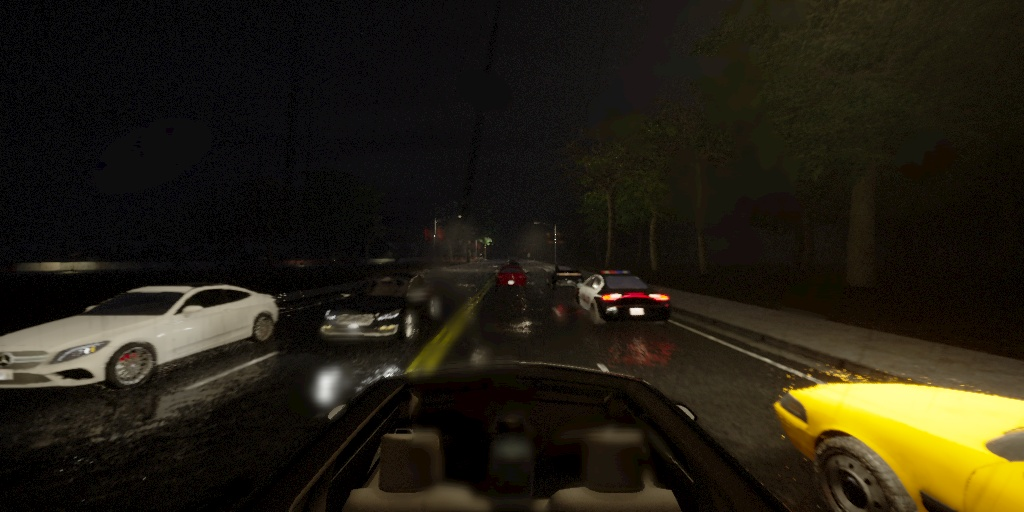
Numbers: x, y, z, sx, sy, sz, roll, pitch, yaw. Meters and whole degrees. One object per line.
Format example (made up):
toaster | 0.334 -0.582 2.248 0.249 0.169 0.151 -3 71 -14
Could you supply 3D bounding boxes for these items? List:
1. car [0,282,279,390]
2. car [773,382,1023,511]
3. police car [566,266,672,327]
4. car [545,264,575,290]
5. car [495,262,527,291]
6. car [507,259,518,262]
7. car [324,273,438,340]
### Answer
car | -6.602 1.278 6.969 1.812 1.442 4.674 0 0 0
car | 3.249 1.206 0.921 1.801 1.575 5.366 0 0 0
police car | 3.249 1.260 11.734 2.038 1.542 4.974 0 0 0
car | 3.247 1.252 22.734 2.128 1.511 4.902 0 0 0
car | -0.046 1.286 22.122 1.812 1.442 4.674 0 0 0
car | 0.091 1.277 52.238 1.837 1.490 4.892 0 0 0
car | -3.351 1.259 10.060 1.837 1.490 4.892 0 0 0
